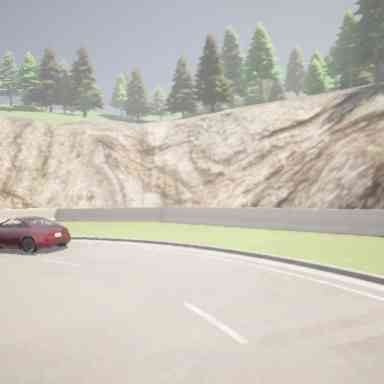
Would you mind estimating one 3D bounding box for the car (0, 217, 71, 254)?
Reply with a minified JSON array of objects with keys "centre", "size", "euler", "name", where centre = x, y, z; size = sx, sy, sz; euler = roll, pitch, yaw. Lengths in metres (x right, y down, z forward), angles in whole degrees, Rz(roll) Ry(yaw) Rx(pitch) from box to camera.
[{"centre":[-7.419,1.792,14.531],"size":[4.181,1.385,1.994],"euler":[-2,0,22],"name":"car"}]
